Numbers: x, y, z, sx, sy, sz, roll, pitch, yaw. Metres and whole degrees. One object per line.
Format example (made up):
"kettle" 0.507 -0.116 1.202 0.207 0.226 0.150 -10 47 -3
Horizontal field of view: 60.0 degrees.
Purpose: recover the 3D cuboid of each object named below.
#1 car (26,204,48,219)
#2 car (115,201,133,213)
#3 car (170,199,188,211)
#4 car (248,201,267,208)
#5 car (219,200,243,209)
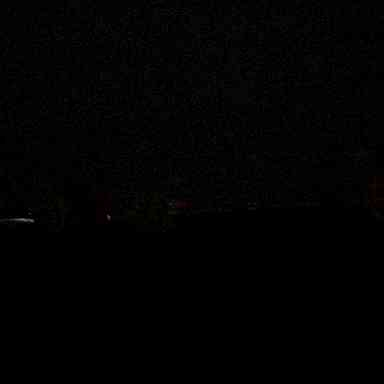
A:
"car" -14.060 1.861 32.792 1.994 1.385 4.181 -1 -1 36
"car" -8.854 1.898 40.014 1.837 1.490 4.892 -1 -1 36
"car" -2.544 1.863 48.765 2.097 1.767 4.553 -1 -1 36
"car" 12.547 2.277 63.565 1.895 1.301 4.718 -1 -1 36
"car" 6.471 2.108 55.057 2.033 1.411 5.357 -1 -1 36
